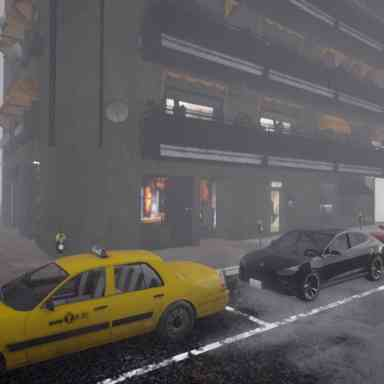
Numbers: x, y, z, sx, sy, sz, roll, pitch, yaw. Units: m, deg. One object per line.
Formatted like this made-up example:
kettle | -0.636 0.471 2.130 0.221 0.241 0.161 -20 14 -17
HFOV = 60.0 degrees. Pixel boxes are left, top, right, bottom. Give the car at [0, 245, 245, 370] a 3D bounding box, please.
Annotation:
car | -1.638 1.526 4.915 4.829 1.417 1.752 0 1 -35

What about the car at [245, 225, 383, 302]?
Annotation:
car | 3.125 1.567 8.297 4.313 1.339 1.947 0 1 -35
